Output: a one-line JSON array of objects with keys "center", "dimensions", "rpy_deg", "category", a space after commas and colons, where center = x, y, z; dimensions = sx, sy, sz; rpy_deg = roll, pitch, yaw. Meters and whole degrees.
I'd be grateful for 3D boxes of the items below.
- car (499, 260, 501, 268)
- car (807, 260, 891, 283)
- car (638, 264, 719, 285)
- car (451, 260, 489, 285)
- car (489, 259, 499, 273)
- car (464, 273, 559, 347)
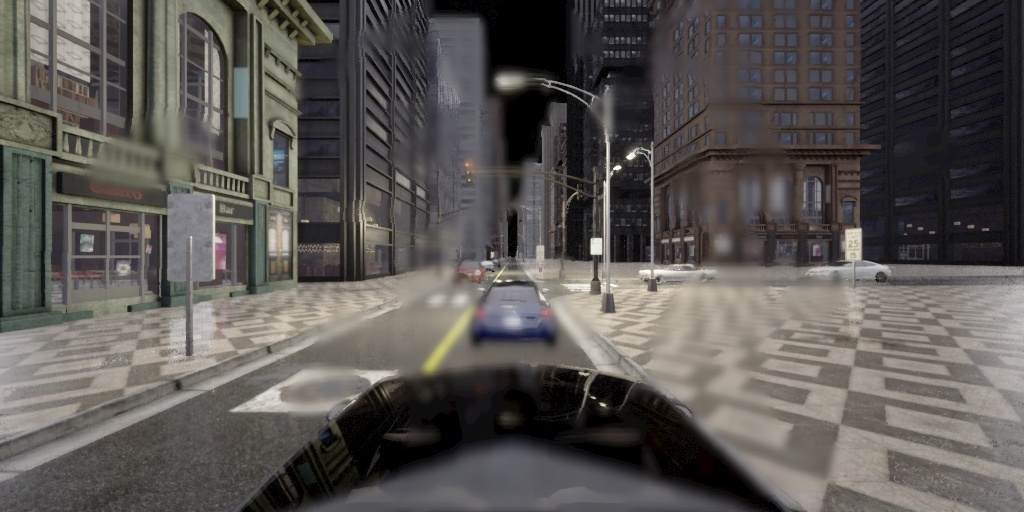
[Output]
[{"center": [-2.887, 1.237, 60.072], "dimensions": [1.882, 1.535, 5.008], "rpy_deg": [0, 0, 0], "category": "car"}, {"center": [22.431, 0.996, 23.936], "dimensions": [4.674, 1.442, 1.812], "rpy_deg": [-1, 0, 0], "category": "car"}, {"center": [10.970, 1.205, 23.969], "dimensions": [4.718, 1.301, 1.895], "rpy_deg": [-1, 0, 0], "category": "car"}, {"center": [-3.024, 1.100, 25.658], "dimensions": [2.097, 1.767, 4.553], "rpy_deg": [0, 0, 0], "category": "car"}, {"center": [-2.962, 1.301, 43.400], "dimensions": [2.033, 1.411, 5.357], "rpy_deg": [0, 0, 0], "category": "car"}, {"center": [0.064, 1.314, 9.312], "dimensions": [1.994, 1.385, 4.181], "rpy_deg": [0, 0, 1], "category": "car"}]
